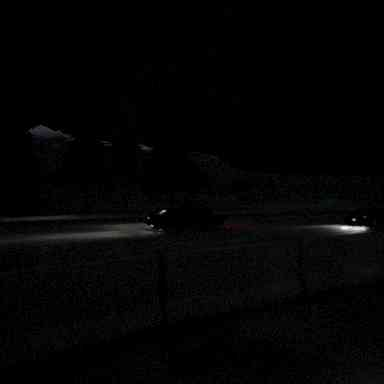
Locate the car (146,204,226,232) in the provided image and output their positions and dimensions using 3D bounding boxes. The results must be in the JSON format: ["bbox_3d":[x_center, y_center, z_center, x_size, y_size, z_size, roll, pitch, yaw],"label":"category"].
[{"bbox_3d":[-0.375,1.640,20.231,4.718,1.301,1.895,0,0,-31],"label":"car"}]

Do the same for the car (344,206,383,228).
[{"bbox_3d":[12.758,1.689,23.393,4.181,1.385,1.994,0,0,-26],"label":"car"}]

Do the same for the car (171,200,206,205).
[{"bbox_3d":[-0.704,1.397,24.052,4.553,1.767,2.097,0,0,-30],"label":"car"}]
